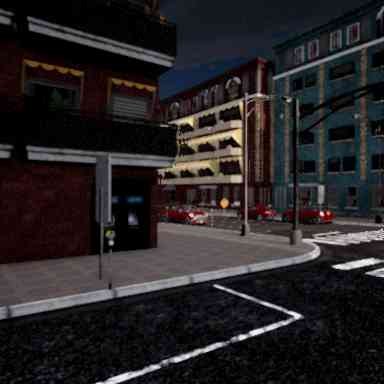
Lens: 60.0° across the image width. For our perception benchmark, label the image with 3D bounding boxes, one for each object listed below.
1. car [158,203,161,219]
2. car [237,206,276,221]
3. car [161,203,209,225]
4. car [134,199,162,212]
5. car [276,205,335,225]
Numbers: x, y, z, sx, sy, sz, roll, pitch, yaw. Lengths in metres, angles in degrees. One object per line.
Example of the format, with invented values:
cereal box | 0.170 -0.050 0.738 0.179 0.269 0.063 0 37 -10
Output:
car | -3.568 1.962 31.408 1.802 1.307 4.206 0 0 -35
car | 6.061 1.937 31.374 1.802 1.307 4.206 0 0 -35
car | -0.401 1.752 26.854 1.967 1.590 4.097 0 0 -35
car | -6.622 1.943 49.591 2.192 1.841 5.009 0 0 -35
car | 9.231 1.727 26.822 1.967 1.590 4.097 0 0 -35
